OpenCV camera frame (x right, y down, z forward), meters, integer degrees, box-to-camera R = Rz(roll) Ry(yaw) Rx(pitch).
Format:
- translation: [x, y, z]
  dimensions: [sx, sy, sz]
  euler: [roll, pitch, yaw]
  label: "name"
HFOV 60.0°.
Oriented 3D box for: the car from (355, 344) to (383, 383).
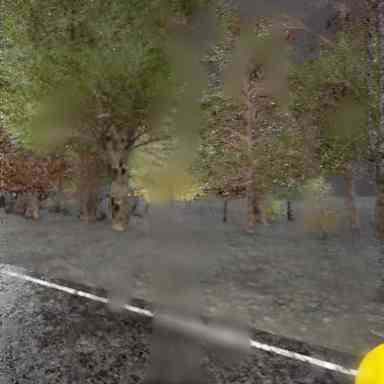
- translation: [3.368, 1.474, 1.275]
  dimensions: [5.008, 1.535, 1.882]
  euler: [0, 1, 36]
  label: "car"
